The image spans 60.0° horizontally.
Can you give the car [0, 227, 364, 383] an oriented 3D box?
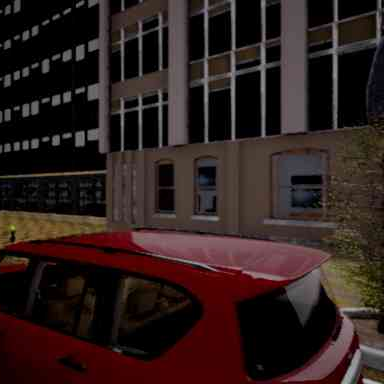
[{"bbox_3d":[-0.971,1.315,3.411,5.009,1.841,2.192,0,0,35],"label":"car"}]
